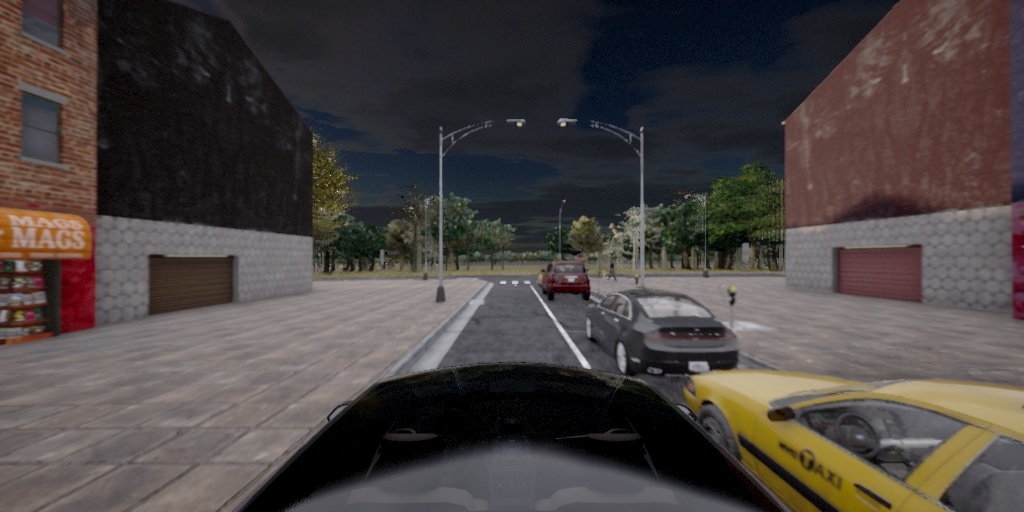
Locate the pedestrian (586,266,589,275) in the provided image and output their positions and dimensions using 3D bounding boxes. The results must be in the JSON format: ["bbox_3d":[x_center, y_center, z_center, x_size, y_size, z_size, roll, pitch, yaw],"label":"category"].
[{"bbox_3d":[6.011,1.345,28.522,0.375,1.300,0.375,0,0,0],"label":"pedestrian"}]

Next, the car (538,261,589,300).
[{"bbox_3d":[2.638,1.172,18.339,2.192,1.841,5.009,0,0,0],"label":"car"}]

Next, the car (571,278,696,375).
[{"bbox_3d":[2.637,1.336,7.248,2.007,1.370,4.403,0,0,0],"label":"car"}]

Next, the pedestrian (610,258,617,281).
[{"bbox_3d":[7.806,1.040,27.924,0.375,1.860,0.375,0,0,0],"label":"pedestrian"}]

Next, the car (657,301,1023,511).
[{"bbox_3d":[2.637,1.275,1.873,1.751,1.417,4.829,0,0,0],"label":"car"}]

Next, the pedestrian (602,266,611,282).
[{"bbox_3d":[7.011,1.429,27.321,0.500,1.100,0.500,0,0,0],"label":"pedestrian"}]
